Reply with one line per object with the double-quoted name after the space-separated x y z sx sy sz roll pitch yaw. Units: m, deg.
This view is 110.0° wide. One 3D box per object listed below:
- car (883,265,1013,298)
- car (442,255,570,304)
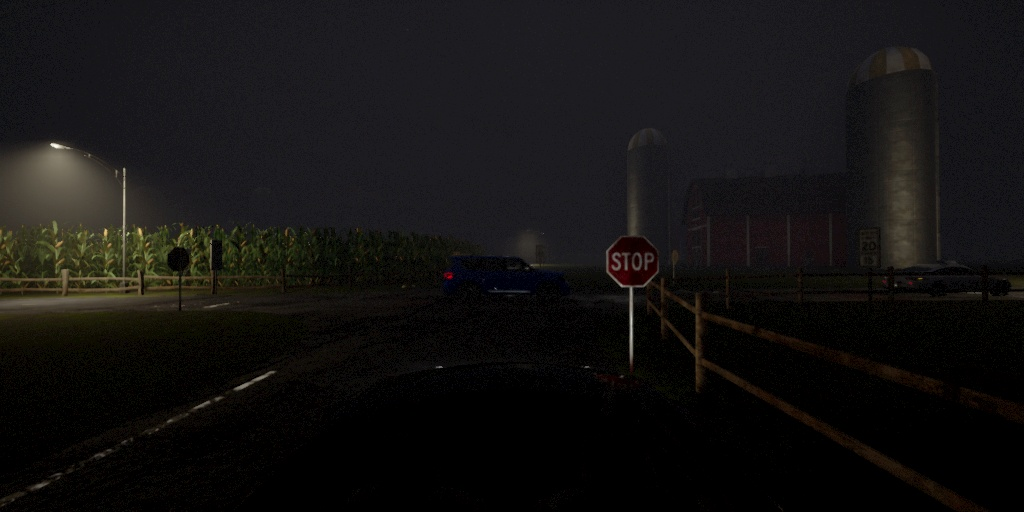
20.069 1.115 16.670 4.674 1.442 1.812 0 -1 -1 "car"
-0.265 0.993 15.912 5.566 2.045 2.150 0 0 -3 "car"
